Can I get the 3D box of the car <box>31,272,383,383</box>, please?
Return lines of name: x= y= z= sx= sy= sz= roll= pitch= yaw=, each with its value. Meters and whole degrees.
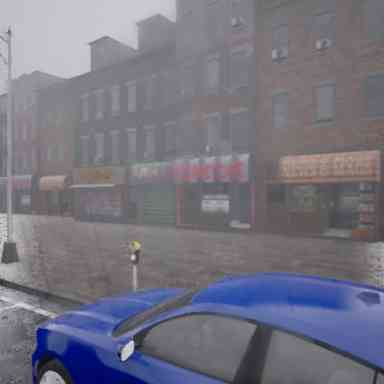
car: x=0.595 y=1.488 z=2.849 sx=5.008 sy=1.535 sz=1.882 roll=-1 pitch=0 yaw=36
